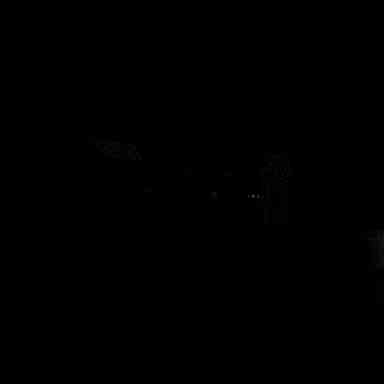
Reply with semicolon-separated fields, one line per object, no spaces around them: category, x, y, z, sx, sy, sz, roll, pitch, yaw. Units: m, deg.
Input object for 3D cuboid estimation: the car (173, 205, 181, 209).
car;-1.049;1.693;35.075;2.097;1.767;4.553;3;-2;-36
